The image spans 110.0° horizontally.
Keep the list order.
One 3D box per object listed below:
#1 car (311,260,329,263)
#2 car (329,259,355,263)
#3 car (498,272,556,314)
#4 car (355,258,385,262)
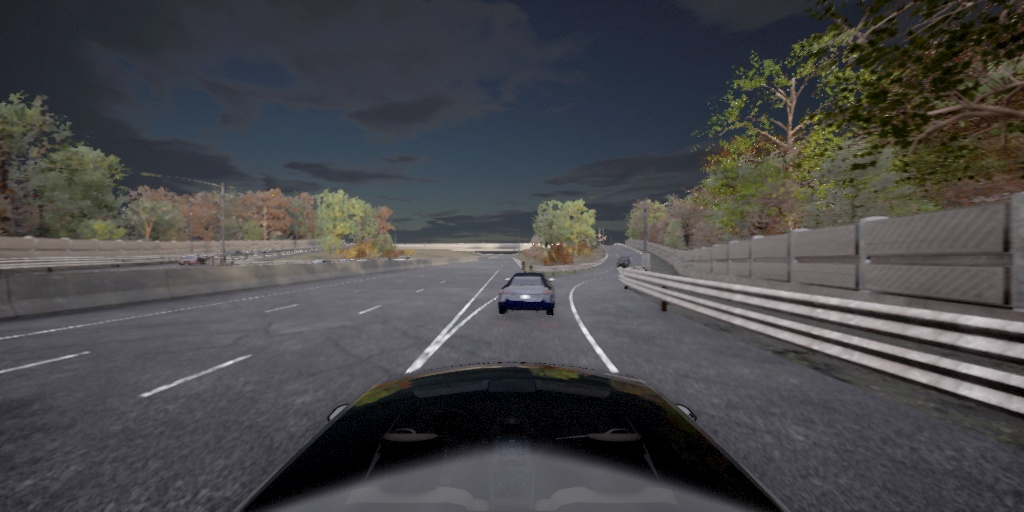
[{"bbox_3d":[-28.204,1.277,52.714,1.812,1.442,4.674,0,0,0],"label":"car"},{"bbox_3d":[-24.701,1.247,53.655,2.128,1.511,4.902,0,0,0],"label":"car"},{"bbox_3d":[0.679,1.322,13.863,1.994,1.385,4.181,0,0,7],"label":"car"},{"bbox_3d":[-21.204,1.322,53.702,1.994,1.385,4.181,0,0,0],"label":"car"}]
